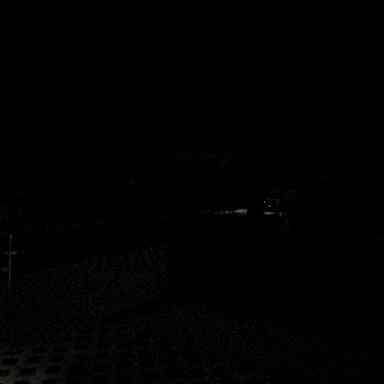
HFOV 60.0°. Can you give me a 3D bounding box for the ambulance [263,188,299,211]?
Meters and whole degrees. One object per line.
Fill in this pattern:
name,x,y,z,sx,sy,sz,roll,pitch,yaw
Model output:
ambulance,10.033,0.803,37.725,2.351,2.431,6.366,2,2,35
